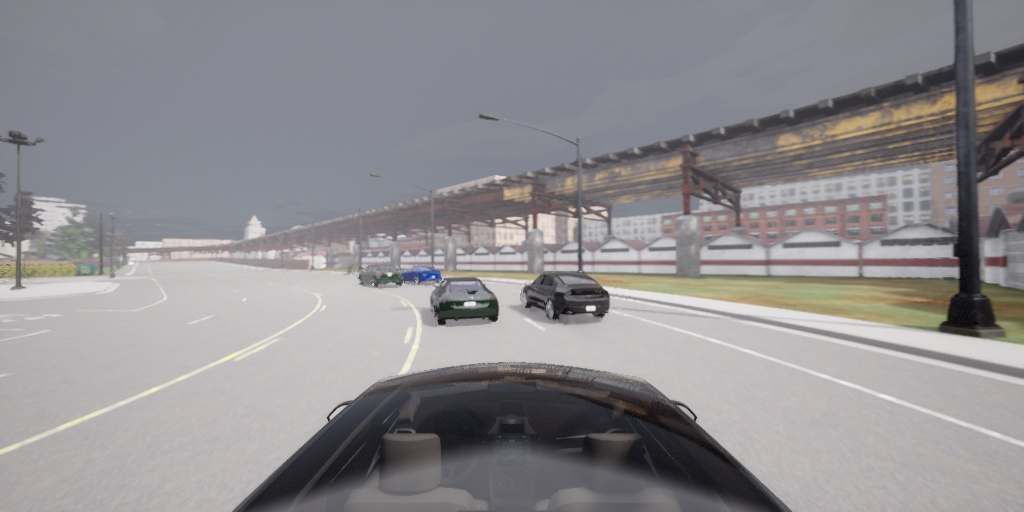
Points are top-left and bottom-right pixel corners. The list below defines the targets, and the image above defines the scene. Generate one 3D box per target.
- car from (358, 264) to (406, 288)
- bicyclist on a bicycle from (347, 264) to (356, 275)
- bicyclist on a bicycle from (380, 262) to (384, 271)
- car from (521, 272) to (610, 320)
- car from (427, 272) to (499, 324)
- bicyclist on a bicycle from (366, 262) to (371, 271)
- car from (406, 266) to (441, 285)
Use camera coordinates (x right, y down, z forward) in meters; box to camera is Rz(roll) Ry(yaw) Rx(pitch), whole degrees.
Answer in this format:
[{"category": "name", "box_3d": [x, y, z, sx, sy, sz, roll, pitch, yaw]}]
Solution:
[{"category": "car", "box_3d": [-10.479, 1.457, 28.213, 2.097, 1.767, 4.553, -1, -1, -41]}, {"category": "bicyclist on a bicycle", "box_3d": [-23.126, 1.915, 51.556, 1.656, 1.620, 0.582, -1, 0, 18]}, {"category": "bicyclist on a bicycle", "box_3d": [-20.386, 1.767, 56.180, 1.656, 1.620, 0.582, -2, -1, 44]}, {"category": "car", "box_3d": [1.740, 1.330, 13.052, 1.837, 1.490, 4.892, 0, 0, -15]}, {"category": "car", "box_3d": [-1.790, 1.429, 12.663, 1.994, 1.385, 4.181, 0, -1, -15]}, {"category": "bicyclist on a bicycle", "box_3d": [-19.945, 1.709, 49.872, 0.582, 1.620, 1.656, 0, -1, -36]}, {"category": "car", "box_3d": [-7.960, 1.573, 30.728, 1.882, 1.535, 5.008, 1, -1, -41]}]
